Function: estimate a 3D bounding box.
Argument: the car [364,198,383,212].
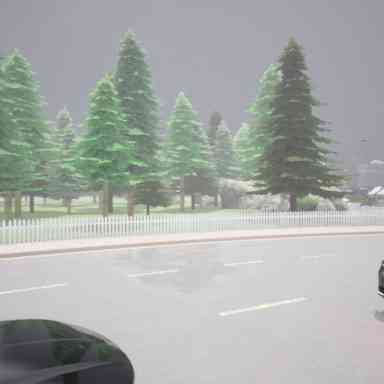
[{"bbox_3d":[19.910,1.615,36.072,1.994,1.385,4.181,0,0,-3],"label":"car"}]

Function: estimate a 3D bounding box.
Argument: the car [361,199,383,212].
[{"bbox_3d":[23.111,1.576,41.123,1.812,1.442,4.674,0,0,-3],"label":"car"}]

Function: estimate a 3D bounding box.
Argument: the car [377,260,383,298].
[{"bbox_3d":[5.680,1.491,6.134,4.902,1.511,2.128,0,0,-23],"label":"car"}]

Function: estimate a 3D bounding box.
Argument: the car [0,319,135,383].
[{"bbox_3d":[-2.678,1.478,1.653,5.008,1.535,1.882,0,0,-36],"label":"car"}]

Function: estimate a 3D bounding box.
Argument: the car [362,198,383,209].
[{"bbox_3d":[26.463,1.597,46.854,2.033,1.411,5.357,0,0,-3],"label":"car"}]
